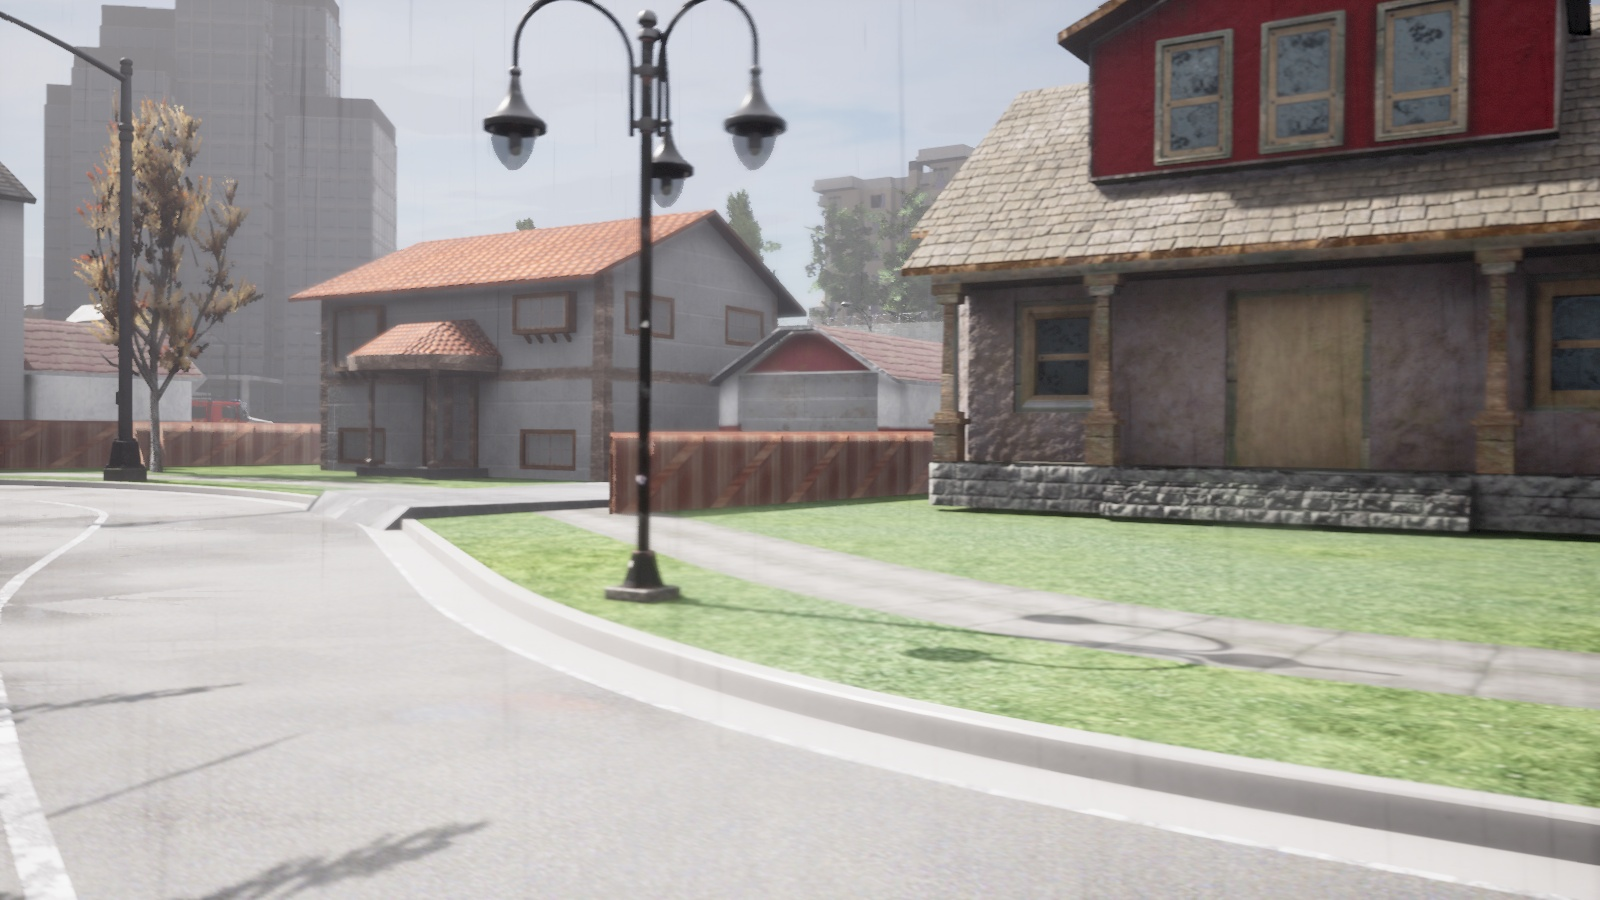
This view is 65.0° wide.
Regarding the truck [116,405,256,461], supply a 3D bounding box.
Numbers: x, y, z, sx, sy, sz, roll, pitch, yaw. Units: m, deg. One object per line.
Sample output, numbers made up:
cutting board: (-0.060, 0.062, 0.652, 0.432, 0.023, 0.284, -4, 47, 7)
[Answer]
truck: (-43.368, -1.210, 88.969, 8.468, 3.827, 2.891, -1, 1, -14)
